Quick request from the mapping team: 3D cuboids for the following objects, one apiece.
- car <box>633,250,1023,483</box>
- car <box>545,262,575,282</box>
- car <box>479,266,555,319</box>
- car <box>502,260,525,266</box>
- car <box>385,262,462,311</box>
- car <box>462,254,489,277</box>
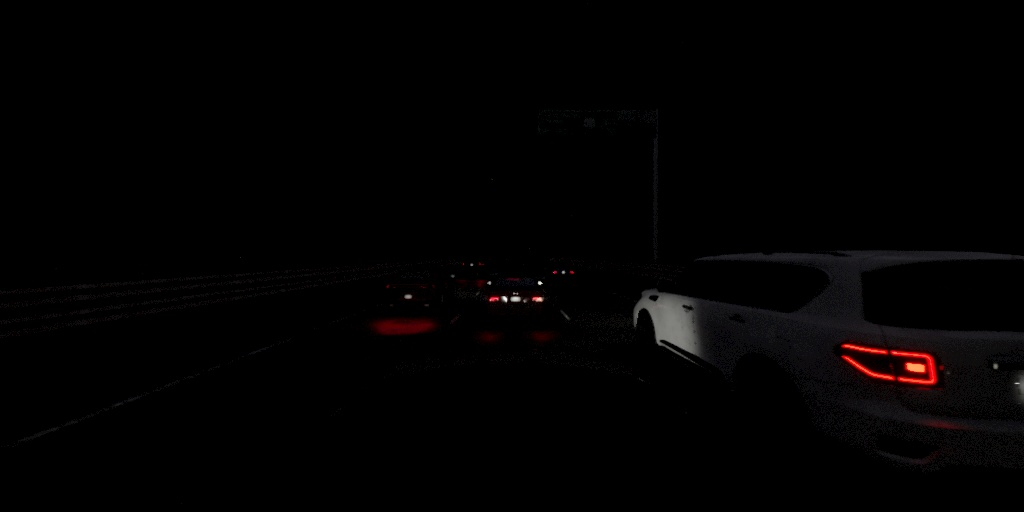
[{"bbox_3d":[3.601,0.954,5.127,2.150,2.045,5.566,0,0,0],"label":"car"},{"bbox_3d":[3.603,1.187,27.584,2.033,1.411,5.357,0,0,0],"label":"car"},{"bbox_3d":[0.100,1.244,12.526,2.033,1.411,5.357,0,0,0],"label":"car"},{"bbox_3d":[0.105,1.130,33.790,1.837,1.490,4.892,0,0,0],"label":"car"},{"bbox_3d":[-3.400,1.166,14.220,1.882,1.535,5.008,0,0,0],"label":"car"},{"bbox_3d":[-3.397,0.848,33.034,2.150,2.045,5.566,0,0,0],"label":"car"}]
